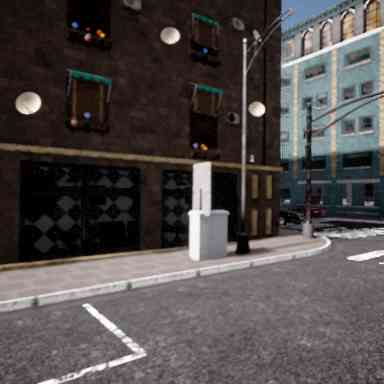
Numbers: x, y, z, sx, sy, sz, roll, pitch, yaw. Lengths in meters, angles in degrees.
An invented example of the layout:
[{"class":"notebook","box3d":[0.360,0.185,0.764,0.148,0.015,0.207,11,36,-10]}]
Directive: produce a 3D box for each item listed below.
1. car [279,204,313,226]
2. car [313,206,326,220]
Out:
[{"class":"car","box3d":[6.072,1.602,24.537,1.837,1.490,4.892,1,-1,-35]},{"class":"car","box3d":[9.732,1.777,29.393,1.802,1.307,4.206,0,-1,-35]}]
